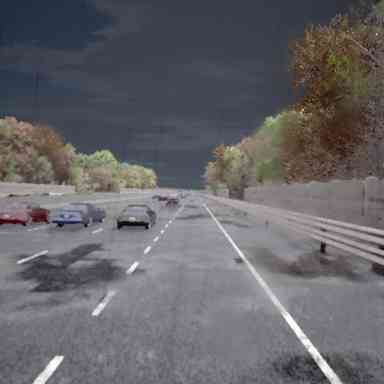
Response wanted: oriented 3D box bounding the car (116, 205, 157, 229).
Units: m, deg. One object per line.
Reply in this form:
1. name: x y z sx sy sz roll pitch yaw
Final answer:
1. car: -3.371 1.480 20.877 1.994 1.385 4.181 1 0 0

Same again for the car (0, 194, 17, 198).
1. car: -24.196 0.953 43.270 1.812 1.442 4.674 1 0 1

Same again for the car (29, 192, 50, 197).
1. car: -20.671 0.859 44.908 2.097 1.767 4.553 1 0 1

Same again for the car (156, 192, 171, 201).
1. car: -6.426 1.306 75.990 1.882 1.535 5.008 1 0 0

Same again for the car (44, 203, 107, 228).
1. car: -6.867 1.382 20.761 2.033 1.411 5.357 1 0 0

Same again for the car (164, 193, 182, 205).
1. car: -3.090 1.417 56.025 1.837 1.490 4.892 1 0 0

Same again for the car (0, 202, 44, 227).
1. car: -10.372 1.318 20.659 1.994 1.385 4.181 1 0 0

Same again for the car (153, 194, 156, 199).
1. car: -9.782 1.223 93.913 1.882 1.535 5.008 1 0 0
